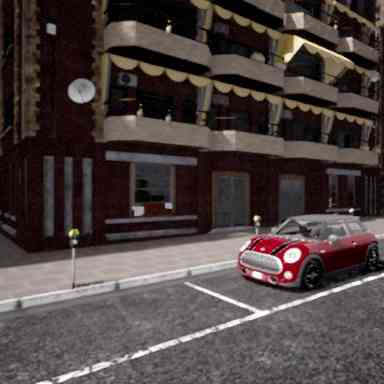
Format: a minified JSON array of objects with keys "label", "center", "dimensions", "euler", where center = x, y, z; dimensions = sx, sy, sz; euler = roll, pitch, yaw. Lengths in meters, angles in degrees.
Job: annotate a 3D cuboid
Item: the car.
[{"label":"car","center":[3.126,1.359,8.780],"dimensions":[4.097,1.590,1.967],"euler":[-1,1,-35]}]
